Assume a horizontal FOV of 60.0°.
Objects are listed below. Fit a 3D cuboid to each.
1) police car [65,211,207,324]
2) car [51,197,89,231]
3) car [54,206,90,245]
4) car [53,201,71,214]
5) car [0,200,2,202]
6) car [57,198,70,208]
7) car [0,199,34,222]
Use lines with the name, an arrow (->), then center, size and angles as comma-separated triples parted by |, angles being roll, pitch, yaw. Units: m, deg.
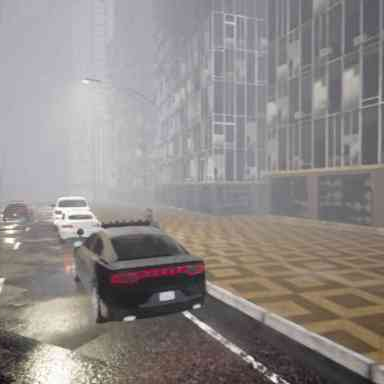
police car -> -1.536, 1.454, 7.568 | 1.930, 1.638, 5.238 | -1, 0, -26
car -> -7.895, 1.357, 21.731 | 2.150, 2.045, 5.566 | -1, 0, -22
car -> -5.595, 1.620, 16.314 | 1.812, 1.442, 4.674 | -1, 0, -24
car -> -15.942, 1.858, 41.063 | 1.895, 1.301, 4.718 | 0, 0, -19
car -> -30.198, 1.920, 51.124 | 1.837, 1.490, 4.892 | 0, 0, -22
car -> -21.956, 1.818, 56.783 | 1.882, 1.535, 5.008 | -1, 0, -23
car -> -15.116, 1.700, 29.200 | 1.882, 1.535, 5.008 | -1, 0, -20
